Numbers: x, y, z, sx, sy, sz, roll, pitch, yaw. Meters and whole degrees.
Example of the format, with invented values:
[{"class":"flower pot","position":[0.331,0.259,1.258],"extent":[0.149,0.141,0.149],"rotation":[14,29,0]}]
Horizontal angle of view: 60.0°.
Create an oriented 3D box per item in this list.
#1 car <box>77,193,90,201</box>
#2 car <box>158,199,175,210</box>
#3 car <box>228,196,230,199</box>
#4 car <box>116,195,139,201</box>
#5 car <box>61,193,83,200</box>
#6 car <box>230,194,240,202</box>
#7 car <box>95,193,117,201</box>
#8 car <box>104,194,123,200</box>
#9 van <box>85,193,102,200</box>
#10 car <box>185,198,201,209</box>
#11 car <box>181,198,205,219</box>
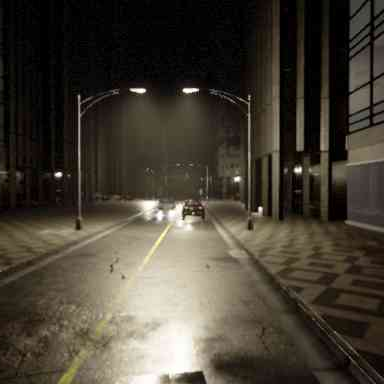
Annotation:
[{"class":"car","position":[-25.948,1.283,78.832],"extent":[5.009,1.841,2.192],"rotation":[0,1,0]},{"class":"car","position":[-3.084,1.558,40.979],"extent":[1.895,1.301,4.718],"rotation":[0,0,0]},{"class":"car","position":[12.131,1.325,87.460],"extent":[5.009,1.841,2.192],"rotation":[0,1,0]},{"class":"car","position":[-14.898,1.558,78.866],"extent":[4.507,1.381,1.887],"rotation":[0,1,0]},{"class":"car","position":[-31.483,1.132,87.347],"extent":[5.009,1.841,2.192],"rotation":[0,1,0]},{"class":"car","position":[12.143,1.453,78.936],"extent":[5.009,1.841,2.192],"rotation":[0,1,0]},{"class":"car","position":[-20.424,1.541,78.850],"extent":[4.403,1.369,2.008],"rotation":[0,1,0]},{"class":"car","position":[-20.604,1.386,87.376],"extent":[4.829,1.417,1.752],"rotation":[0,1,0]},{"class":"van","position":[-25.958,1.180,87.361],"extent":[3.998,1.788,1.690],"rotation":[0,1,0]},{"class":"car","position":[0.109,1.505,45.540],"extent":[2.033,1.411,5.357],"rotation":[0,0,0]},{"class":"car","position":[0.106,1.456,28.297],"extent":[2.128,1.511,4.902],"rotation":[0,0,0]}]
